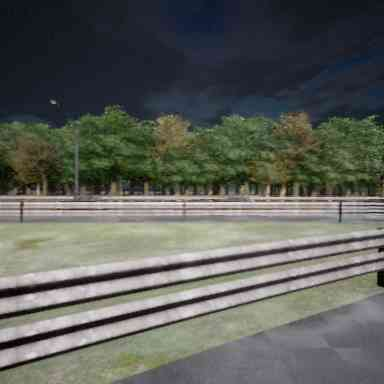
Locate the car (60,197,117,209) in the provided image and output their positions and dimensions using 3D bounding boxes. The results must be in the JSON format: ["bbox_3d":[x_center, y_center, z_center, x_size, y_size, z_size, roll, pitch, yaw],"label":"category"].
[{"bbox_3d":[-9.658,1.217,30.782,4.892,1.490,1.837,0,1,-2],"label":"car"}]

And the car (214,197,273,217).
[{"bbox_3d":[4.337,1.205,27.831,4.892,1.490,1.837,0,1,-3],"label":"car"}]

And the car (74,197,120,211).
[{"bbox_3d":[-9.745,1.233,34.282,4.181,1.385,1.994,0,1,-2],"label":"car"}]
